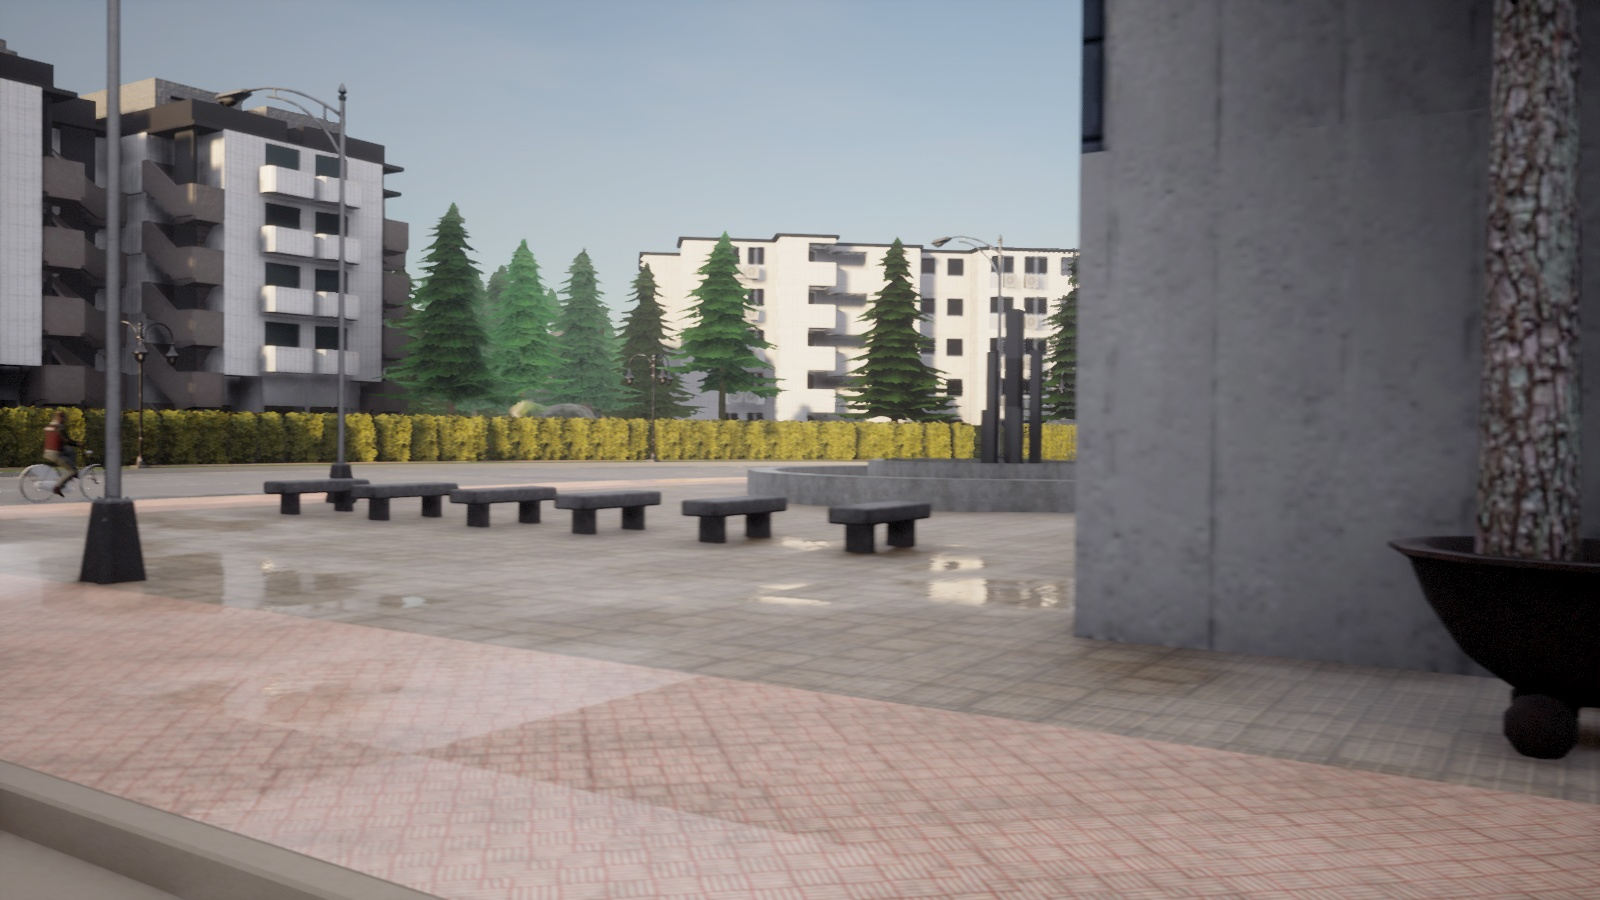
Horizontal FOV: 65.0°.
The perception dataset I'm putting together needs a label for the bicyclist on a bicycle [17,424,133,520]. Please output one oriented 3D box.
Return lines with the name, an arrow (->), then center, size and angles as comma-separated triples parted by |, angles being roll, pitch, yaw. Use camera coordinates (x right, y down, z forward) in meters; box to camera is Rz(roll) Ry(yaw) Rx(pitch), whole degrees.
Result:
bicyclist on a bicycle -> -14.054, 0.396, 24.385 | 0.659, 1.776, 1.843 | 0, 1, 30
